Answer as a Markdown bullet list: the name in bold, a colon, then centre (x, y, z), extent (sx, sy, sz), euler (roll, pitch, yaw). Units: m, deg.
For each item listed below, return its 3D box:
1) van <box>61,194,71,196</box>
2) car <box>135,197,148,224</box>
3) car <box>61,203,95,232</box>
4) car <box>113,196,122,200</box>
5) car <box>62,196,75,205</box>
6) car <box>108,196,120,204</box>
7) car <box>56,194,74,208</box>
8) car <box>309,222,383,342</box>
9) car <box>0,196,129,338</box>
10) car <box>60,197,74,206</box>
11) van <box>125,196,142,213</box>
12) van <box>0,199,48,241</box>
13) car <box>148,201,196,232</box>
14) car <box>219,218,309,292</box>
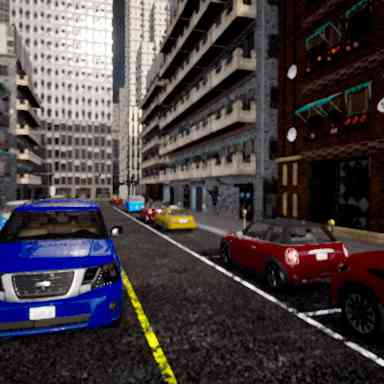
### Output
- **van**: centre (-15.335, 1.292, 38.421), extent (1.690, 1.788, 3.998), euler (-1, 0, -18)
- **car**: centre (-2.796, 1.403, 24.954), extent (1.967, 1.590, 4.097), euler (-1, 0, -18)
- **car**: centre (-7.135, 1.499, 21.091), extent (1.812, 1.442, 4.674), euler (0, 0, -17)
- **car**: centre (-12.859, 1.461, 56.692), extent (1.887, 1.381, 4.507), euler (-1, 0, -18)
- **car**: centre (-22.042, 1.464, 59.581), extent (1.887, 1.381, 4.507), euler (-1, 0, -18)
- **car**: centre (-14.588, 1.433, 62.143), extent (1.752, 1.417, 4.829), euler (-1, 0, -18)
- **car**: centre (-18.690, 1.250, 49.001), extent (2.192, 1.841, 5.009), euler (-1, 0, -18)
- **car**: centre (3.912, 1.305, 3.796), extent (2.192, 1.841, 5.009), euler (-1, 0, -18)
- **car**: centre (-2.752, 1.213, 6.954), extent (2.150, 2.045, 5.566), euler (0, 0, -17)
- **car**: centre (-20.365, 1.493, 54.292), extent (1.947, 1.339, 4.313), euler (-1, 0, -18)
- **van**: centre (-6.152, 1.289, 35.533), extent (1.690, 1.788, 3.998), euler (-1, 0, -18)
- **van**: centre (-8.626, 1.322, 17.264), extent (1.690, 1.788, 3.998), euler (-1, 0, -18)
- **car**: centre (-1.169, 1.495, 19.827), extent (1.752, 1.417, 4.829), euler (-1, 0, -18)
- **car**: centre (2.236, 1.423, 9.086), extent (1.967, 1.590, 4.097), euler (-1, 0, -18)
